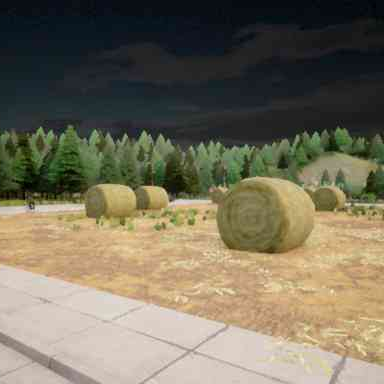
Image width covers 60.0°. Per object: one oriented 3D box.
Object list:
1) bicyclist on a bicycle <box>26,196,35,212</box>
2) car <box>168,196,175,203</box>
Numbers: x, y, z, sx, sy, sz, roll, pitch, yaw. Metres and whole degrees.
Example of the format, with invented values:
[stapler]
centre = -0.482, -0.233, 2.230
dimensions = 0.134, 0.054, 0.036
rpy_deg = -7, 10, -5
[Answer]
[bicyclist on a bicycle]
centre = -16.451, 1.191, 33.821
dimensions = 1.656, 1.620, 0.582
rpy_deg = 0, 0, 37
[car]
centre = -4.974, 1.361, 61.669
dimensions = 1.994, 1.385, 4.181
rpy_deg = 0, 0, 37
